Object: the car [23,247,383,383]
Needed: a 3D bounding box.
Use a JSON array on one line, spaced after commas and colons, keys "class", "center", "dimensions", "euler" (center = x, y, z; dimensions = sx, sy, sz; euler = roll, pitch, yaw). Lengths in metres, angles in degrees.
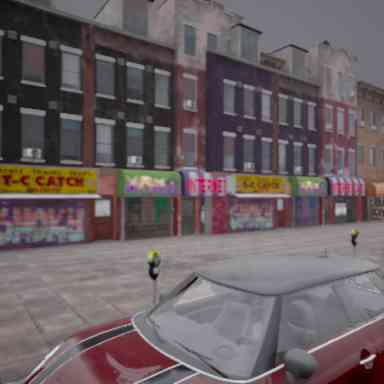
[{"class": "car", "center": [0.520, 1.451, 3.191], "dimensions": [4.097, 1.590, 1.967], "euler": [0, 0, -35]}]
